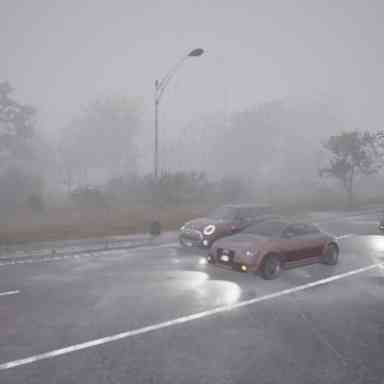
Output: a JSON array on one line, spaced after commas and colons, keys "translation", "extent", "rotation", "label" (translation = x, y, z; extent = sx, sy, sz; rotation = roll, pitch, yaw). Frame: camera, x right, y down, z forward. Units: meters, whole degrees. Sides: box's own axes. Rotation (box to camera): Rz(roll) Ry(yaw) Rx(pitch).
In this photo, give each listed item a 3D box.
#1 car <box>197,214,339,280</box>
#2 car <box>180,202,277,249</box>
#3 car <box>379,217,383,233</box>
[{"translation": [2.527, 1.558, 10.021], "extent": [4.181, 1.385, 1.994], "rotation": [-1, 1, -34], "label": "car"}, {"translation": [1.715, 1.319, 13.722], "extent": [4.553, 1.767, 2.097], "rotation": [-1, 1, -35], "label": "car"}, {"translation": [10.828, 1.224, 15.925], "extent": [4.181, 1.385, 1.994], "rotation": [-3, 2, -35], "label": "car"}]
